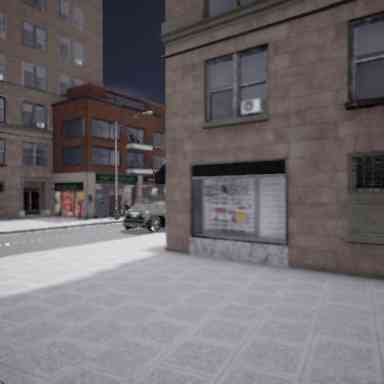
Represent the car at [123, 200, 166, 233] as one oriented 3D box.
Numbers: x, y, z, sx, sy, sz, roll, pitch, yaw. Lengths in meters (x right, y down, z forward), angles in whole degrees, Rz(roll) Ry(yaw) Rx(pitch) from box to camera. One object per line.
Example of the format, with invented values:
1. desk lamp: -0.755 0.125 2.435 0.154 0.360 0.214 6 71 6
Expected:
1. car: -1.924 1.319 19.972 2.097 1.767 4.553 0 0 35
